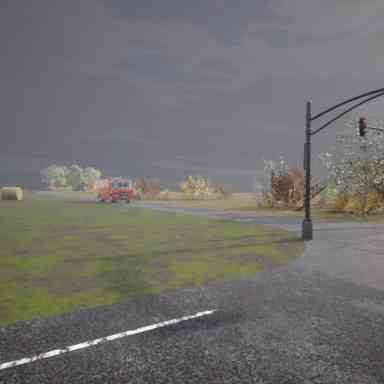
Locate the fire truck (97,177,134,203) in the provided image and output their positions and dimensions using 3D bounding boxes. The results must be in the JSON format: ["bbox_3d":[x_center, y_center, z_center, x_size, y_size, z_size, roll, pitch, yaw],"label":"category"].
[{"bbox_3d":[-11.714,-0.355,50.067,2.891,3.827,8.468,1,0,-32],"label":"fire truck"}]
